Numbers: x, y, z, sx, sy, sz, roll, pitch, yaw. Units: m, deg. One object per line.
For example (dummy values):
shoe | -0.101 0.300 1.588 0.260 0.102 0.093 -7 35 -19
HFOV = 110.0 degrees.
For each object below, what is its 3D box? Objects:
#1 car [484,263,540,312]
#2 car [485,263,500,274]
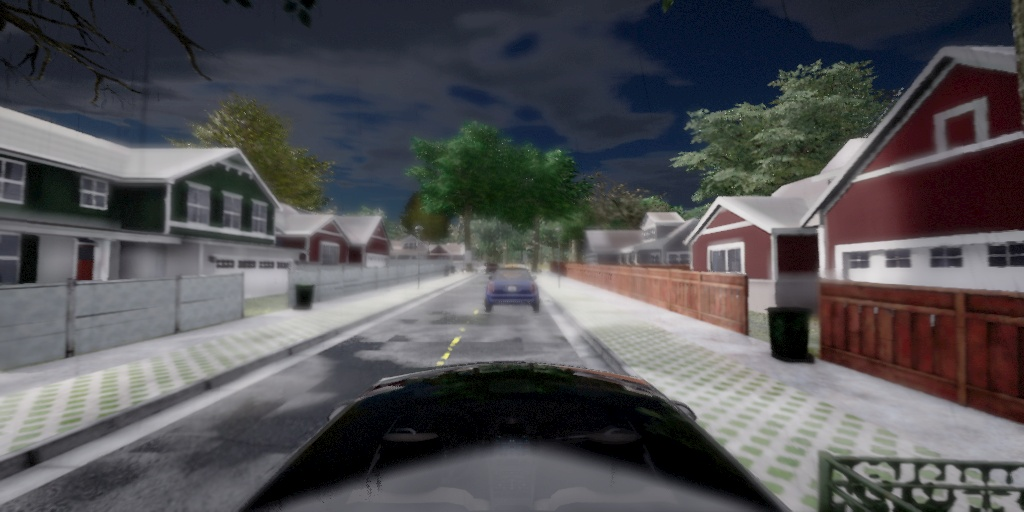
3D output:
car | 0.023 1.250 15.317 2.097 1.767 4.553 0 -1 0
car | -2.763 1.750 51.703 1.882 1.535 5.008 0 -1 1
